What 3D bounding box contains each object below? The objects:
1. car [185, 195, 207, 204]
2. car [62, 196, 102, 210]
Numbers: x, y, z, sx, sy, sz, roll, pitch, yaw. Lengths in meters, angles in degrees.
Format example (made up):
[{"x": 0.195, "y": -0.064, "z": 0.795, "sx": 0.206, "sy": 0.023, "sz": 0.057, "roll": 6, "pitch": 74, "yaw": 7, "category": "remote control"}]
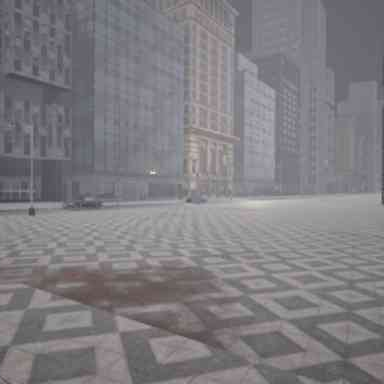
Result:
[{"x": 0.710, "y": 1.204, "z": 55.637, "sx": 1.994, "sy": 1.385, "sz": 4.181, "roll": 1, "pitch": 0, "yaw": 36, "category": "car"}, {"x": -12.277, "y": 1.205, "z": 37.557, "sx": 1.812, "sy": 1.442, "sz": 4.674, "roll": 1, "pitch": 0, "yaw": 35, "category": "car"}]
